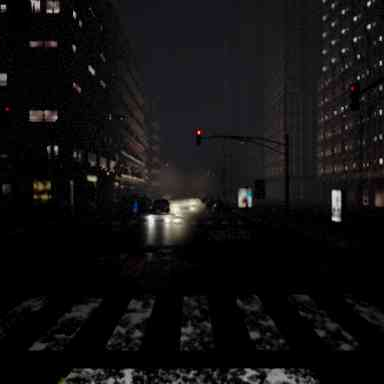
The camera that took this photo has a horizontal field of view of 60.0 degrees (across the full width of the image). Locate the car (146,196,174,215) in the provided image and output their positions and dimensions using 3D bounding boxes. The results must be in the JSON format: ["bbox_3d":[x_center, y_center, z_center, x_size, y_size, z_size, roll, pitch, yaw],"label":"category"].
[{"bbox_3d":[-2.997,1.368,31.996,1.812,1.442,4.674,0,0,0],"label":"car"}]

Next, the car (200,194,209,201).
[{"bbox_3d":[2.698,1.180,73.987,1.887,1.381,4.507,0,0,0],"label":"car"}]

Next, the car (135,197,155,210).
[{"bbox_3d":[-5.683,1.334,40.823,1.887,1.381,4.507,0,0,0],"label":"car"}]

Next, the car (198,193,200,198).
[{"bbox_3d":[2.698,1.211,68.460,2.008,1.369,4.403,0,0,0],"label":"car"}]

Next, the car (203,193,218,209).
[{"bbox_3d":[2.699,1.229,40.821,1.967,1.590,4.097,0,0,0],"label":"car"}]

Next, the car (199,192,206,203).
[{"bbox_3d":[2.699,1.150,57.404,1.967,1.590,4.097,0,0,0],"label":"car"}]

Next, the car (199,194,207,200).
[{"bbox_3d":[2.698,1.193,79.514,1.802,1.307,4.206,0,0,0],"label":"car"}]

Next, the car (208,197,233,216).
[{"bbox_3d":[2.698,1.426,29.766,1.802,1.307,4.206,0,0,0],"label":"car"}]

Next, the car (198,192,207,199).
[{"bbox_3d":[2.700,0.903,85.041,2.192,1.841,5.009,0,0,0],"label":"car"}]

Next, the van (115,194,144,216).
[{"bbox_3d":[-5.681,1.185,29.766,1.690,1.788,3.998,0,0,0],"label":"van"}]

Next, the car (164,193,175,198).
[{"bbox_3d":[-5.682,1.051,79.515,1.967,1.590,4.097,0,0,0],"label":"car"}]

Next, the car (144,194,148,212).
[{"bbox_3d":[-5.681,1.132,35.294,2.192,1.841,5.009,0,0,0],"label":"car"}]
